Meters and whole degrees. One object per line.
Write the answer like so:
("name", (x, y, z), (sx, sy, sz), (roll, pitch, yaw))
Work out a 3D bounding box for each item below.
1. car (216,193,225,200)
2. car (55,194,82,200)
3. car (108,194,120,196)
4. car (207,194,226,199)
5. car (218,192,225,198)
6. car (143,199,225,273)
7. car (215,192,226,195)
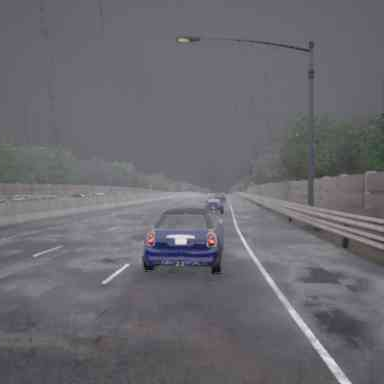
("car", (6.205, 0.918, 72.050), (1.994, 1.385, 4.181), (0, 1, 6))
("car", (-14.765, 0.989, 39.783), (2.097, 1.767, 4.553), (0, 0, 6))
("car", (-13.098, 1.041, 55.682), (2.033, 1.411, 5.357), (0, 1, 7))
("car", (2.173, 1.256, 32.576), (1.812, 1.442, 4.674), (0, 0, 6))
("car", (7.912, 0.776, 88.759), (1.812, 1.442, 4.674), (0, 0, 6))
("car", (-0.072, 1.260, 10.585), (2.097, 1.767, 4.553), (0, 1, 6))
("car", (4.913, 0.833, 59.396), (2.097, 1.767, 4.553), (0, 1, 6))
